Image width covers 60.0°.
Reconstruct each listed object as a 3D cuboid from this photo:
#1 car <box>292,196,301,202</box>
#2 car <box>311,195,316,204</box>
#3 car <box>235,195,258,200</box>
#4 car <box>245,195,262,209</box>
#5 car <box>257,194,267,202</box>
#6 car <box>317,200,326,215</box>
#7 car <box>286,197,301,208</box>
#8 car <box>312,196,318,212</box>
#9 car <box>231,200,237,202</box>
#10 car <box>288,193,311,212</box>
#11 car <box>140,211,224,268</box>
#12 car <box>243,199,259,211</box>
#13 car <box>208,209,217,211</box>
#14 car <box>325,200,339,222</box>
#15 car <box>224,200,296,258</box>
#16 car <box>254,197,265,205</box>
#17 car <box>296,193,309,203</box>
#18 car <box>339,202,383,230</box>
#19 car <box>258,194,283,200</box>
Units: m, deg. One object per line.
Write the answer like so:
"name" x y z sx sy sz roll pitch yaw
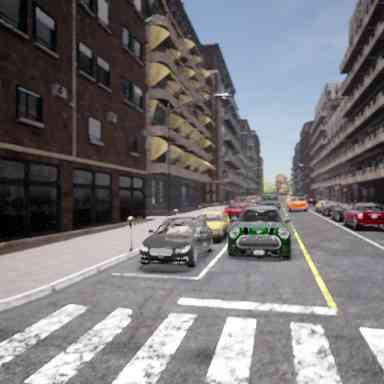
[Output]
"car" 26.776 1.706 84.924 1.947 1.339 4.313 0 0 14
"car" 18.634 1.351 52.525 2.192 1.841 5.009 0 0 14
"car" 5.087 1.396 33.000 2.192 1.841 5.009 0 0 14
"car" 9.158 1.444 49.200 2.192 1.841 5.009 0 0 14
"car" 17.301 1.546 81.599 2.192 1.841 5.009 0 0 14
"car" 13.205 1.523 30.925 2.008 1.369 4.403 0 0 14
"car" 15.119 1.538 49.623 1.882 1.535 5.008 -1 0 14
"car" 14.604 1.513 36.490 1.752 1.417 4.829 0 0 14
"car" 3.729 1.610 27.600 1.887 1.381 4.507 0 0 14
"car" 12.778 1.383 40.112 2.097 1.767 4.553 -1 0 16
"car" -0.342 1.571 11.399 2.008 1.369 4.403 0 0 14
"car" 7.759 1.637 43.634 1.752 1.417 4.829 0 0 14
"car" 0.974 1.560 16.634 1.752 1.417 4.829 0 0 14
"car" 11.848 1.507 25.525 2.008 1.369 4.403 0 0 14
"car" 2.656 1.344 12.757 2.097 1.767 4.553 -1 0 14
"car" 13.229 1.745 65.400 1.947 1.339 4.313 0 0 14
"car" 23.658 1.317 71.305 2.150 2.045 5.566 -1 0 14
"car" 10.491 1.381 20.125 1.967 1.590 4.097 0 0 14
"car" 7.928 1.272 33.695 2.150 2.045 5.566 -1 0 14
